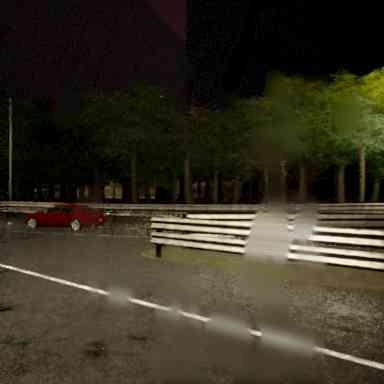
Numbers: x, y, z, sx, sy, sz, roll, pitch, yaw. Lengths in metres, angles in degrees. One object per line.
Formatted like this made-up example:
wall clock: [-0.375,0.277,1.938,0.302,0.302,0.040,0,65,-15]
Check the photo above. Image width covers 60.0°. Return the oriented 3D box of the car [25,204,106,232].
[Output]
car: [-7.623,1.474,20.020,5.008,1.535,1.882,0,0,18]
